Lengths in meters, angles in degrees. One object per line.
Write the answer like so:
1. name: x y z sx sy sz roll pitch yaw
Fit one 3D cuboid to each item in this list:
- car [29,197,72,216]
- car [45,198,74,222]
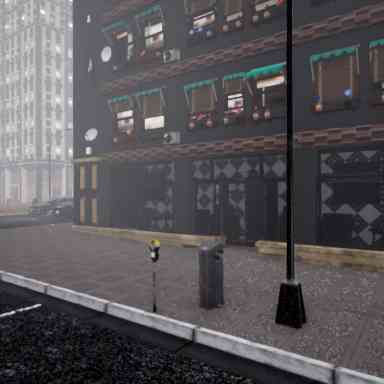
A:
1. car: -11.010 1.212 27.694 1.837 1.490 4.892 0 1 35
2. car: -7.349 1.279 22.815 1.947 1.339 4.313 1 1 35
